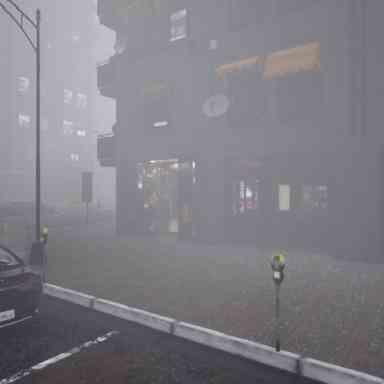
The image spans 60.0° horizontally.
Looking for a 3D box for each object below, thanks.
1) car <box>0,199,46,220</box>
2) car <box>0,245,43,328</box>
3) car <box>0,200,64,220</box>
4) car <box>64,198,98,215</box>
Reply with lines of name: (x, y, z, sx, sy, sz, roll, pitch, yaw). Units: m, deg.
car: (-14.033, 1.350, 26.064, 2.008, 1.369, 4.403, 1, 1, 35)
car: (-4.465, 1.551, 6.056, 4.403, 1.369, 2.008, 0, 0, 35)
car: (-12.419, 1.358, 23.962, 2.033, 1.411, 5.357, 0, 1, 37)
car: (-10.944, 1.250, 30.490, 1.752, 1.417, 4.829, 1, 1, 35)
